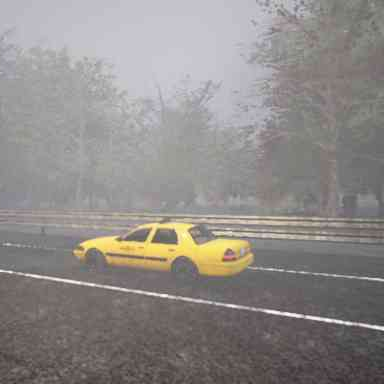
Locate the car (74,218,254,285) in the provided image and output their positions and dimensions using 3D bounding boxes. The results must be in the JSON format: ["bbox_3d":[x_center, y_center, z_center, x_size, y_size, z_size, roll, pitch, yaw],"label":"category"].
[{"bbox_3d":[-0.988,1.537,9.607,5.366,1.575,1.801,-1,0,27],"label":"car"}]
